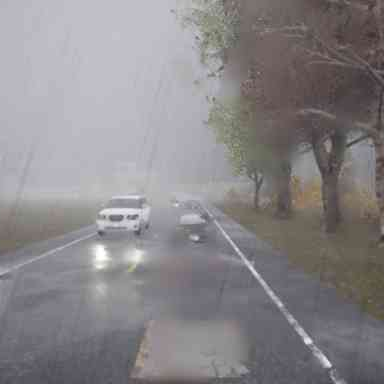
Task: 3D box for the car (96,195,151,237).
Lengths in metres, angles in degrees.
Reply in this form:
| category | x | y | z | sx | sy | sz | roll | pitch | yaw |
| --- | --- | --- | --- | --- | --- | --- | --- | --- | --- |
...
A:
| category | x | y | z | sx | sy | sz | roll | pitch | yaw |
| --- | --- | --- | --- | --- | --- | --- | --- | --- | --- |
| car | -3.604 | 1.207 | 18.455 | 2.150 | 2.045 | 5.566 | 0 | 0 | 0 |

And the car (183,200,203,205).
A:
| category | x | y | z | sx | sy | sz | roll | pitch | yaw |
| --- | --- | --- | --- | --- | --- | --- | --- | --- | --- |
| car | 0.078 | 1.504 | 32.802 | 2.033 | 1.411 | 5.357 | 0 | 0 | 0 |

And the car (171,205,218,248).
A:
| category | x | y | z | sx | sy | sz | roll | pitch | yaw |
| --- | --- | --- | --- | --- | --- | --- | --- | --- | --- |
| car | 0.103 | 1.516 | 14.517 | 1.812 | 1.442 | 4.674 | 0 | 0 | 0 |

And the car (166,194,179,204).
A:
| category | x | y | z | sx | sy | sz | roll | pitch | yaw |
| --- | --- | --- | --- | --- | --- | --- | --- | --- | --- |
| car | -3.545 | 1.233 | 60.785 | 2.097 | 1.767 | 4.553 | 0 | 0 | 1 |
